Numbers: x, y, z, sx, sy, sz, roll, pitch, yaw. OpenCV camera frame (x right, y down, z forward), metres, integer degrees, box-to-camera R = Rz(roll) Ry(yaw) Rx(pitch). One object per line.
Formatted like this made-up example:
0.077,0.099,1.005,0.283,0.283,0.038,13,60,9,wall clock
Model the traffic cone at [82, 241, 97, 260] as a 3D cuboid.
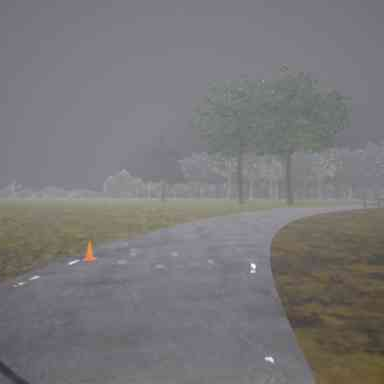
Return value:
-3.328,1.898,10.821,0.340,0.580,0.340,0,0,11,traffic cone
